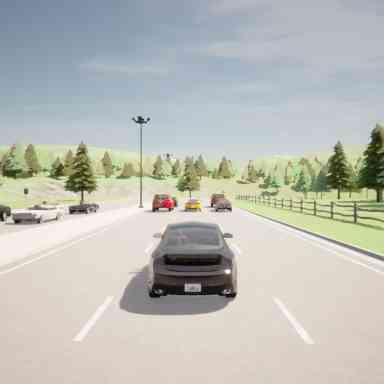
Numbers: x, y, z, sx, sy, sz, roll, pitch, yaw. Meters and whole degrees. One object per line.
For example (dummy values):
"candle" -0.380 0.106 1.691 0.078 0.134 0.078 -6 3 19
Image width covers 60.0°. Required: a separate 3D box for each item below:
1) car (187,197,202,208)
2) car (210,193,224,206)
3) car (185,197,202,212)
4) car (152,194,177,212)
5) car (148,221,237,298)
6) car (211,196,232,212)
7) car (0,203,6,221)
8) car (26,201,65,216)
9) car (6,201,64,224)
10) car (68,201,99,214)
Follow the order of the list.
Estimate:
"car" 0.383 1.491 49.798 2.128 1.511 4.902 0 0 2
"car" 3.883 1.221 49.727 2.150 2.045 5.566 0 0 2
"car" 0.139 1.478 39.528 1.882 1.535 5.008 0 0 1
"car" -3.365 1.221 39.154 2.150 2.045 5.566 0 0 1
"car" 0.021 1.504 8.509 1.837 1.490 4.892 0 0 0
"car" 3.635 1.547 39.103 2.033 1.411 5.357 0 0 1
"car" -15.012 1.491 23.956 2.128 1.511 4.902 0 0 0
"car" -14.912 1.601 34.099 1.895 1.301 4.718 0 0 0
"car" -11.515 1.601 25.053 1.895 1.301 4.718 0 0 1
"car" -11.409 1.601 35.246 1.895 1.301 4.718 0 0 0
